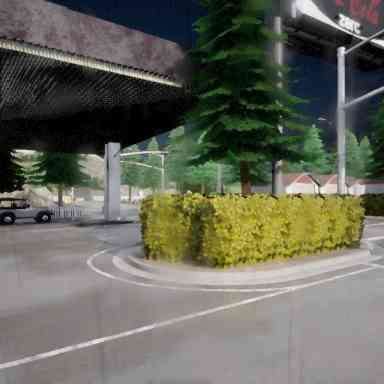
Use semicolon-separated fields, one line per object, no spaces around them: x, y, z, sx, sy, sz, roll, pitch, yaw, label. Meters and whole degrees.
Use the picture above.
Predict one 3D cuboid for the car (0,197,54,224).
-11.962;1.313;23.485;3.866;1.878;1.905;0;0;-36;car
